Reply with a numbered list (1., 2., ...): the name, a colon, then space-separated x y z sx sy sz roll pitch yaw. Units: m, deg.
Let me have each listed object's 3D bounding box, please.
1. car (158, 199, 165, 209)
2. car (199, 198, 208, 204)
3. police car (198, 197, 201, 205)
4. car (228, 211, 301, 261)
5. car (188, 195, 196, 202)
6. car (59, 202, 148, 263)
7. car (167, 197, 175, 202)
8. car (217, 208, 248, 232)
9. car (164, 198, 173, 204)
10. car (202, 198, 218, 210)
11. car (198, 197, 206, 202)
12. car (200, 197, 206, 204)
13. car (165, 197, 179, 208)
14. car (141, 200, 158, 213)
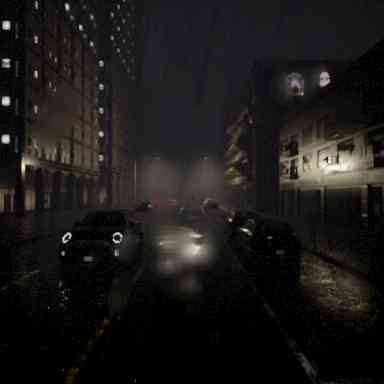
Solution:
1. car: -5.691 1.847 51.872 1.887 1.381 4.507 0 0 0
2. car: 2.688 2.046 80.114 1.947 1.339 4.313 0 0 0
3. police car: 2.364 1.838 69.639 1.930 1.638 5.238 0 0 0
4. car: 2.691 1.621 12.333 2.008 1.369 4.403 0 0 0
5. car: -0.002 1.919 86.684 1.837 1.490 4.892 0 0 0
6. car: -3.087 1.421 12.169 2.097 1.767 4.553 0 0 0
7. car: -5.693 2.105 91.410 2.008 1.369 4.403 0 0 0
8. car: 2.691 1.653 17.981 2.008 1.369 4.403 0 0 0
9. car: -5.693 2.046 80.114 1.947 1.339 4.313 0 0 0
10. car: 2.690 1.849 46.224 1.802 1.307 4.206 0 0 0
11. car: 2.687 2.105 91.412 2.008 1.369 4.403 0 0 0
12. car: 2.689 1.742 51.873 1.967 1.590 4.097 0 0 0
13. car: -3.072 1.870 52.506 1.994 1.385 4.181 0 0 0
14. car: -5.690 1.784 40.575 2.008 1.369 4.403 0 0 0
